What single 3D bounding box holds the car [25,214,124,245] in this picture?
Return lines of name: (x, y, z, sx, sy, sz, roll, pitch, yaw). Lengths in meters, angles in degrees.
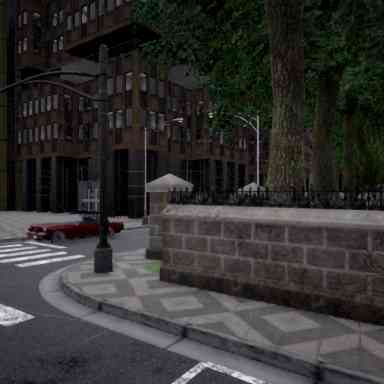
car: (-5.945, 1.845, 17.279, 1.895, 1.301, 4.718, 0, -1, 39)
